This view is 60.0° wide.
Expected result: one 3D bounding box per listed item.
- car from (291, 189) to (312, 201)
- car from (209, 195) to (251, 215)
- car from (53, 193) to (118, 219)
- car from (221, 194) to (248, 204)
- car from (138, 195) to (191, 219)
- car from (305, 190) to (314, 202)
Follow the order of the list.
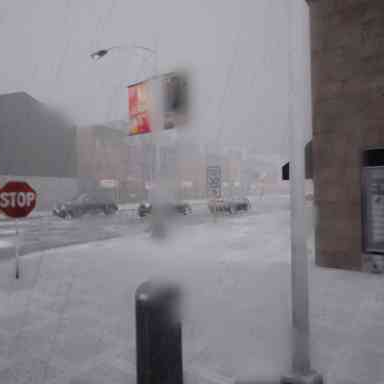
[{"bbox_3d":[18.004,0.481,54.637,2.097,1.767,4.553,-2,0,35],"label":"car"},{"bbox_3d":[3.279,1.052,27.884,2.128,1.511,4.902,-2,0,35],"label":"car"},{"bbox_3d":[-8.791,1.099,27.988,2.150,2.045,5.566,-2,0,35],"label":"car"},{"bbox_3d":[6.343,1.083,49.501,1.895,1.301,4.718,-2,0,35],"label":"car"},{"bbox_3d":[-2.039,1.048,25.952,2.097,1.767,4.553,-2,0,35],"label":"car"},{"bbox_3d":[18.300,0.612,49.387,1.882,1.535,5.008,-2,0,35],"label":"car"}]
